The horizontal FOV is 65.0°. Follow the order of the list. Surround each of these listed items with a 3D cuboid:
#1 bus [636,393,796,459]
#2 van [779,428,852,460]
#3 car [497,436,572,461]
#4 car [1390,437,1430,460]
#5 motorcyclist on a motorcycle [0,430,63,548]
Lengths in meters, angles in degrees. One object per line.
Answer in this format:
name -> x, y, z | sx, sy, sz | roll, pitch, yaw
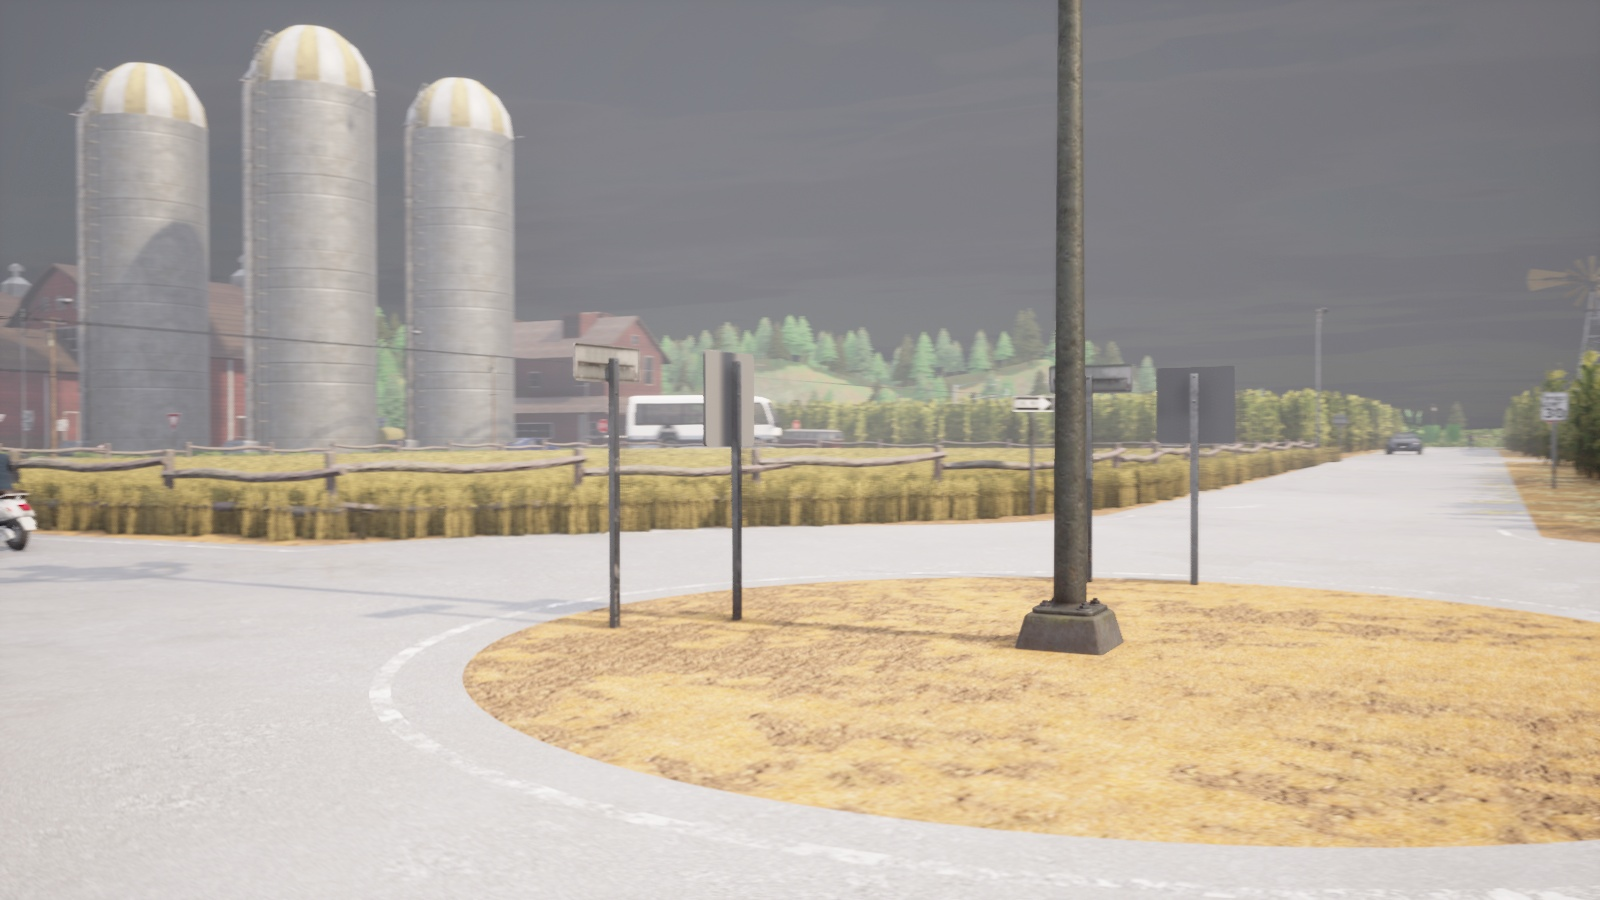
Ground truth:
bus -> -5.503, -1.584, 83.935 | 10.273, 4.253, 3.944 | 0, 1, 4
van -> 1.007, -0.387, 83.277 | 4.442, 1.987, 1.775 | 2, 1, 29
car -> -15.956, -0.126, 75.710 | 1.812, 1.442, 4.674 | 1, 1, 29
car -> 37.731, -0.105, 77.632 | 1.994, 1.385, 4.181 | 1, 1, 29
motorcyclist on a motorcycle -> -11.401, 0.516, 17.631 | 1.817, 1.590, 0.866 | 1, 0, 21
